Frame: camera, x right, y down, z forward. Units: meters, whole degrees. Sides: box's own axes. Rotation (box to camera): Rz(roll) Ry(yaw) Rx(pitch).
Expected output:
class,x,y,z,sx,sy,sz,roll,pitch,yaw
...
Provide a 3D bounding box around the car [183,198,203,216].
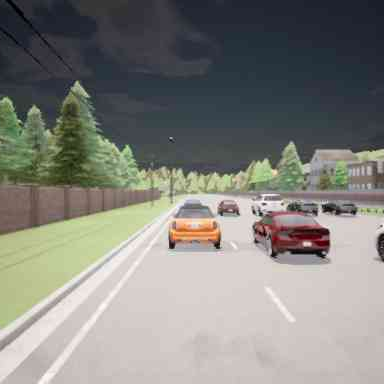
class,x,y,z,sx,sy,sz,roll,pitch,yaw
car,0.112,1.478,33.897,1.882,1.535,5.008,0,0,0

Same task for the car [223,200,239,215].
class,x,y,z,sx,sy,sz,roll,pitch,yaw
car,3.612,1.526,33.389,1.812,1.442,4.674,0,0,0

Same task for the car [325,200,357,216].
class,x,y,z,sx,sy,sz,roll,pitch,yaw
car,14.111,1.491,32.220,2.128,1.511,4.902,0,0,0

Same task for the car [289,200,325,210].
class,x,y,z,sx,sy,sz,roll,pitch,yaw
car,10.612,1.491,32.226,2.128,1.511,4.902,0,0,0

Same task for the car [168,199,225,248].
class,x,y,z,sx,sy,sz,roll,pitch,yaw
car,0.105,1.352,14.996,2.097,1.767,4.553,0,0,0

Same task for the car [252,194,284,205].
class,x,y,z,sx,sy,sz,roll,pitch,yaw
car,7.111,1.221,31.574,2.150,2.045,5.566,0,0,0

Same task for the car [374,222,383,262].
class,x,y,z,sx,sy,sz,roll,pitch,yaw
car,7.104,1.221,8.625,2.150,2.045,5.566,0,0,0

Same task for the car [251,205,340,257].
class,x,y,z,sx,sy,sz,roll,pitch,yaw
car,3.605,1.478,12.891,1.882,1.535,5.008,0,0,0
